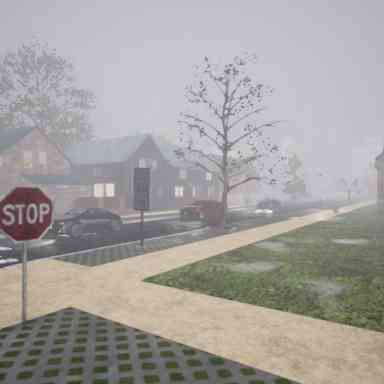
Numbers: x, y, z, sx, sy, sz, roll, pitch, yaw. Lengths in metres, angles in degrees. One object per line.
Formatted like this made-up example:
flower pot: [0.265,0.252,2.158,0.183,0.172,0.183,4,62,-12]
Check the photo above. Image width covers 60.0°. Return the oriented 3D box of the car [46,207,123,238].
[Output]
car: [-5.628,1.486,17.447,1.994,1.385,4.181,1,1,34]

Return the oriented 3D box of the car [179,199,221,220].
car: [0.886,1.338,27.255,1.882,1.535,5.008,1,1,34]

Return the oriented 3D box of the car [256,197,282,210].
car: [9.255,1.347,39.751,1.994,1.385,4.181,1,1,34]
